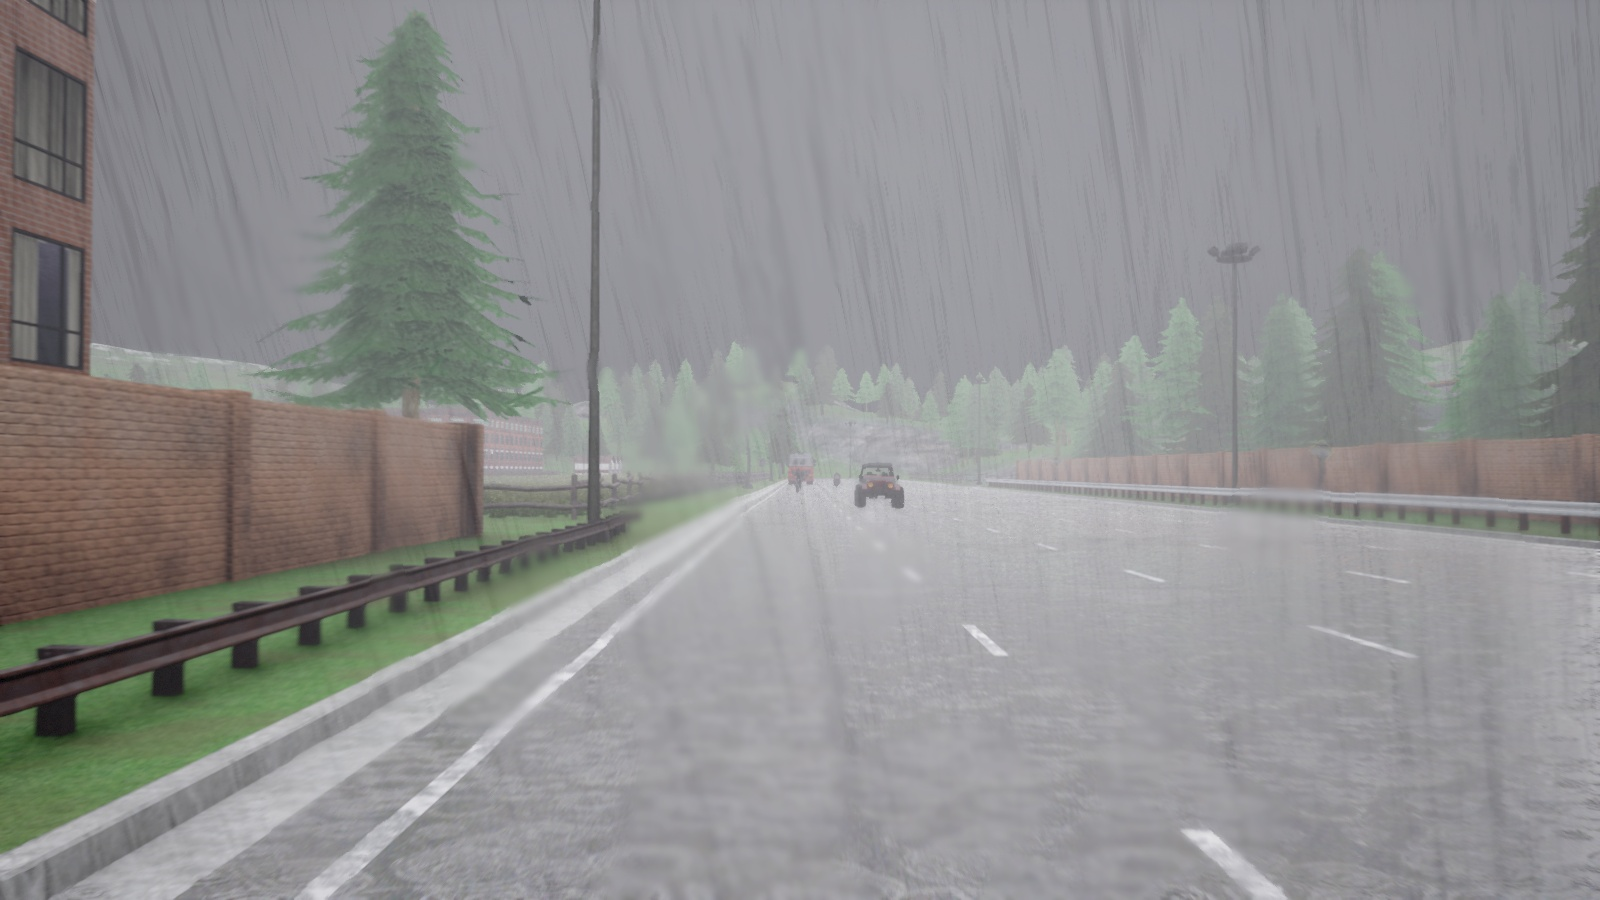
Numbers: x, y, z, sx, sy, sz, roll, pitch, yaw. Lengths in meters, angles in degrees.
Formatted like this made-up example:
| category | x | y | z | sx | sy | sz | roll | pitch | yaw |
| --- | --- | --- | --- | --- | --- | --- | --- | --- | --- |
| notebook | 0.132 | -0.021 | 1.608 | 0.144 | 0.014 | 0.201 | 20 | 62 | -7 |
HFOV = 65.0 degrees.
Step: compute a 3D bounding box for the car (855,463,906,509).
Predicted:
| category | x | y | z | sx | sy | sz | roll | pitch | yaw |
| --- | --- | --- | --- | --- | --- | --- | --- | --- | --- |
| car | 3.369 | 1.488 | 53.271 | 1.905 | 1.878 | 3.866 | 0 | -1 | 0 |
